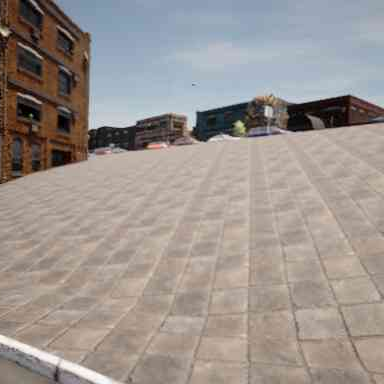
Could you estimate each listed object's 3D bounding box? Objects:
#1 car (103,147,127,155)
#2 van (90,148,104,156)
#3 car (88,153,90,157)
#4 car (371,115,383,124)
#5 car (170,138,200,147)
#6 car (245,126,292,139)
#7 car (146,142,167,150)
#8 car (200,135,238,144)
[{"bbox_3d":[-10.981,-5.810,50.440,2.231,1.521,4.892,0,2,-40],"label":"car"},{"bbox_3d":[-14.453,-6.212,54.560,1.878,1.987,4.442,0,2,-40],"label":"van"},{"bbox_3d":[-18.095,-6.124,58.877,2.002,1.452,4.674,0,1,-40],"label":"car"},{"bbox_3d":[13.921,-4.459,20.915,2.231,1.521,4.892,0,2,-40],"label":"car"},{"bbox_3d":[-0.321,-5.373,37.804,2.185,1.767,4.553,0,2,-40],"label":"car"},{"bbox_3d":[6.875,-4.977,29.271,2.185,1.767,4.553,0,2,-40],"label":"car"},{"bbox_3d":[-3.878,-5.565,42.021,2.185,1.767,4.553,0,2,-40],"label":"car"},{"bbox_3d":[3.332,-5.006,33.471,2.002,1.452,4.674,0,2,-40],"label":"car"}]
